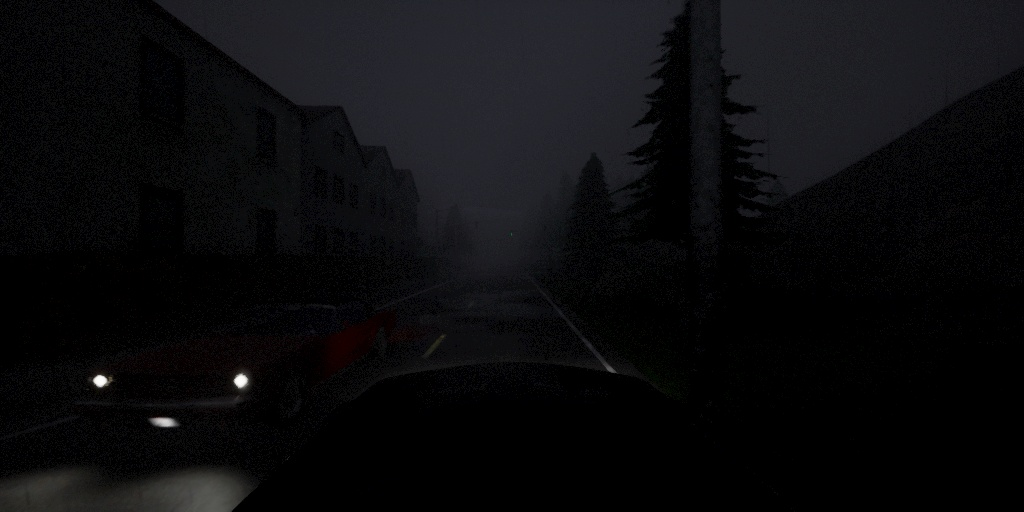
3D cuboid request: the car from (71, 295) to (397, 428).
[{"bbox_3d":[-3.499,1.373,5.813,1.895,1.301,4.718,0,0,0],"label":"car"}]
